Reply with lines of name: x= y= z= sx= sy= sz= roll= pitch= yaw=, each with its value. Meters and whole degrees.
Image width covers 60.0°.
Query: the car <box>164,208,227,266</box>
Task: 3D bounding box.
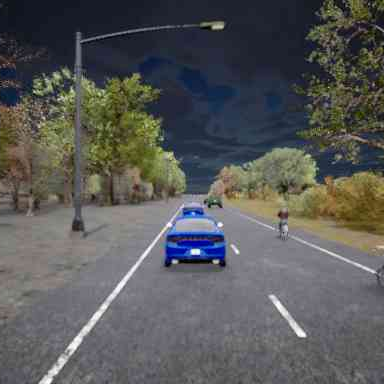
car: x=0.101 y=1.547 z=11.799 sx=1.882 sy=1.535 sz=5.008 roll=0 pitch=0 yaw=0

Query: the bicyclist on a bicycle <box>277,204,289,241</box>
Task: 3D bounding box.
bicyclist on a bicycle: x=4.472 y=1.468 z=16.469 sx=0.659 sy=1.776 sz=1.843 roll=0 pitch=0 yaw=0

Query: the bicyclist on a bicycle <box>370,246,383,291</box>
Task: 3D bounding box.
bicyclist on a bicycle: x=4.442 y=1.481 z=7.247 sx=0.866 sy=1.612 sz=1.509 roll=0 pitch=0 yaw=0

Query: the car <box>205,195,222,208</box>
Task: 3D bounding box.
car: x=3.621 y=1.537 z=53.974 sx=2.150 sy=2.045 sz=5.566 roll=0 pitch=-1 yaw=0

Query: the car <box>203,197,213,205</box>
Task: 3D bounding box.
car: x=3.531 y=1.910 z=73.278 sx=1.882 sy=1.535 sz=5.008 roll=0 pitch=0 yaw=0

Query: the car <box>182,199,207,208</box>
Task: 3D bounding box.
car: x=0.110 y=1.655 z=30.419 sx=1.882 sy=1.535 sz=5.008 roll=0 pitch=0 yaw=0
